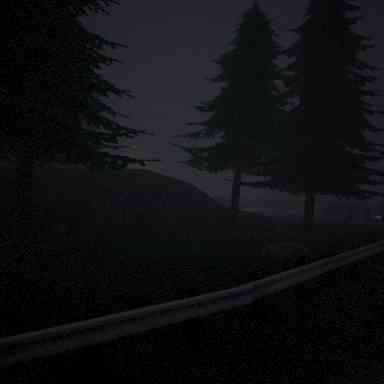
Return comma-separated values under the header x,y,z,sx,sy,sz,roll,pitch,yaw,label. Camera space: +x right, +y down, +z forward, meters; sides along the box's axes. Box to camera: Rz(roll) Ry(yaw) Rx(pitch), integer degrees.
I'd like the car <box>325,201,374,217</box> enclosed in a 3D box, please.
x,y,z,sx,sy,sz,roll,pitch,yaw,label
14.725,1.570,31.187,4.181,1.385,1.994,0,0,34,car

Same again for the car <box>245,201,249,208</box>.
x,y,z,sx,sy,sz,roll,pitch,yaw,label
5.499,1.483,45.834,4.892,1.490,1.837,0,0,34,car

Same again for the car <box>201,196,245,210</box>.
x,y,z,sx,sy,sz,roll,pitch,yaw,label
3.929,1.332,42.673,4.553,1.767,2.097,0,0,34,car

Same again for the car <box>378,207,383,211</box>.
x,y,z,sx,sy,sz,roll,pitch,yaw,label
22.300,1.552,34.529,5.357,1.411,2.033,0,0,34,car

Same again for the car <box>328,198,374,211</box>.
x,y,z,sx,sy,sz,roll,pitch,yaw,label
19.422,1.494,40.681,4.902,1.511,2.128,0,0,34,car
